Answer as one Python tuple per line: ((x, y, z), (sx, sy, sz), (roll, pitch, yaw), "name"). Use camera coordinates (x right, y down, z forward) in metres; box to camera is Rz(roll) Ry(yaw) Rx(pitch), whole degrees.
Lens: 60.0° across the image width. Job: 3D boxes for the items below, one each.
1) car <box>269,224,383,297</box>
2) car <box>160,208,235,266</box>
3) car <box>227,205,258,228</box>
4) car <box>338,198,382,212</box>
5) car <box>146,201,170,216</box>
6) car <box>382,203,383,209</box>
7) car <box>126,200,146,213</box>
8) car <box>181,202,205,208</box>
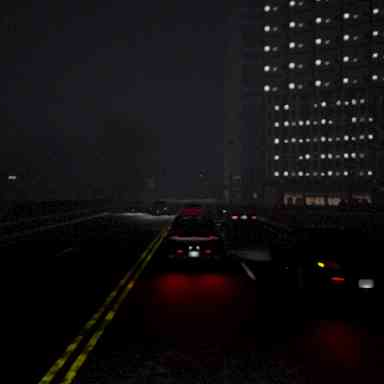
((3.300, 1.555, 8.554), (1.812, 1.442, 4.674), (0, 0, 1), "car")
((0.070, 1.533, 11.752), (2.128, 1.511, 4.902), (0, 0, 0), "car")
((3.294, 1.633, 23.182), (2.033, 1.411, 5.357), (0, 0, 0), "car")
((23.010, 1.834, 46.304), (5.009, 1.841, 2.192), (0, 1, 20), "car")
((-3.326, 1.660, 34.981), (1.812, 1.442, 4.674), (0, 0, 0), "car")
((31.044, 1.933, 51.758), (4.403, 1.369, 2.008), (0, 1, 20), "car")
((-6.542, 1.705, 39.948), (2.033, 1.411, 5.357), (0, 0, 1), "car")
((0.070, 1.581, 27.561), (1.882, 1.535, 5.008), (0, 0, 0), "car")
